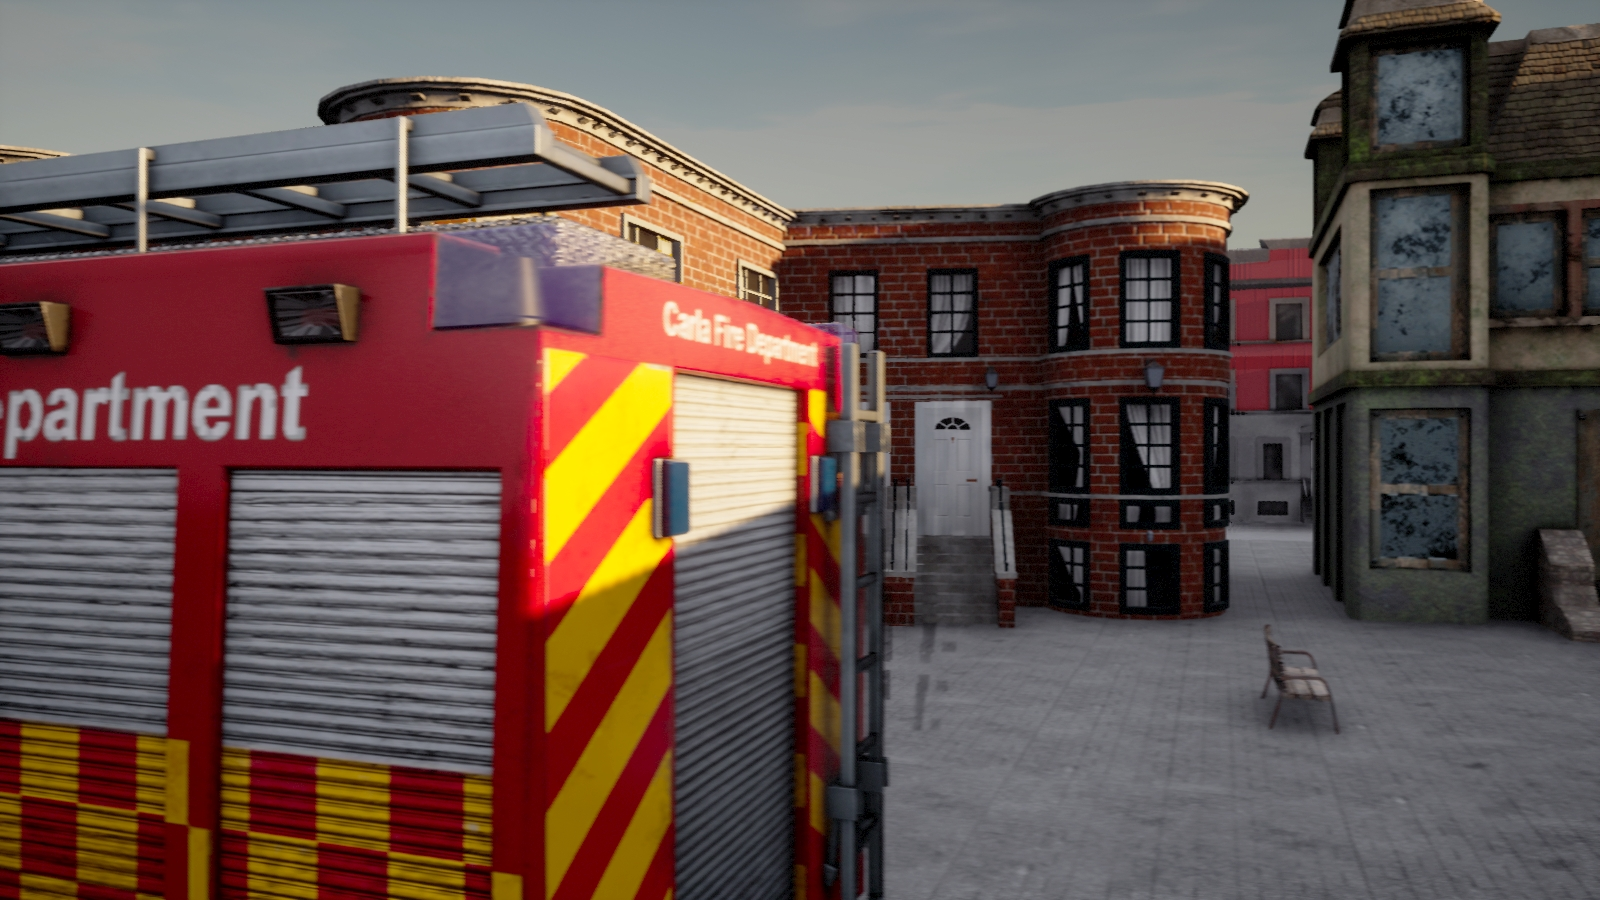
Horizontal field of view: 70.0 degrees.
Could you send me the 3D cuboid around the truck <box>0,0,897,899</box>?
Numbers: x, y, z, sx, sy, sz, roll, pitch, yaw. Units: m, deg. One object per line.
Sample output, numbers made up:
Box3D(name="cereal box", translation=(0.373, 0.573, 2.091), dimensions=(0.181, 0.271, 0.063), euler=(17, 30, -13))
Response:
Box3D(name="truck", translation=(-4.025, 0.670, 5.346), dimensions=(8.468, 3.827, 2.891), euler=(0, 0, 20))
